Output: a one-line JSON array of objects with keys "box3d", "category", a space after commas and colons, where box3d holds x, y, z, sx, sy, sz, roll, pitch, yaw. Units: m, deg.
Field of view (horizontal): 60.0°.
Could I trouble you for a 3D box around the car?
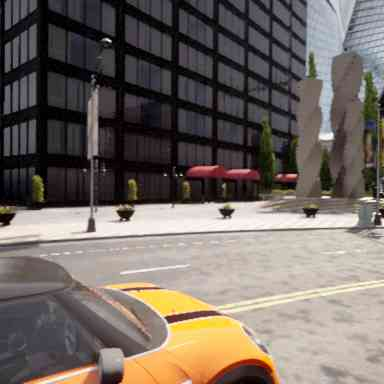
[{"box3d": [-1.404, 1.314, 2.497, 4.553, 1.767, 2.097, 0, 1, -36], "category": "car"}]
